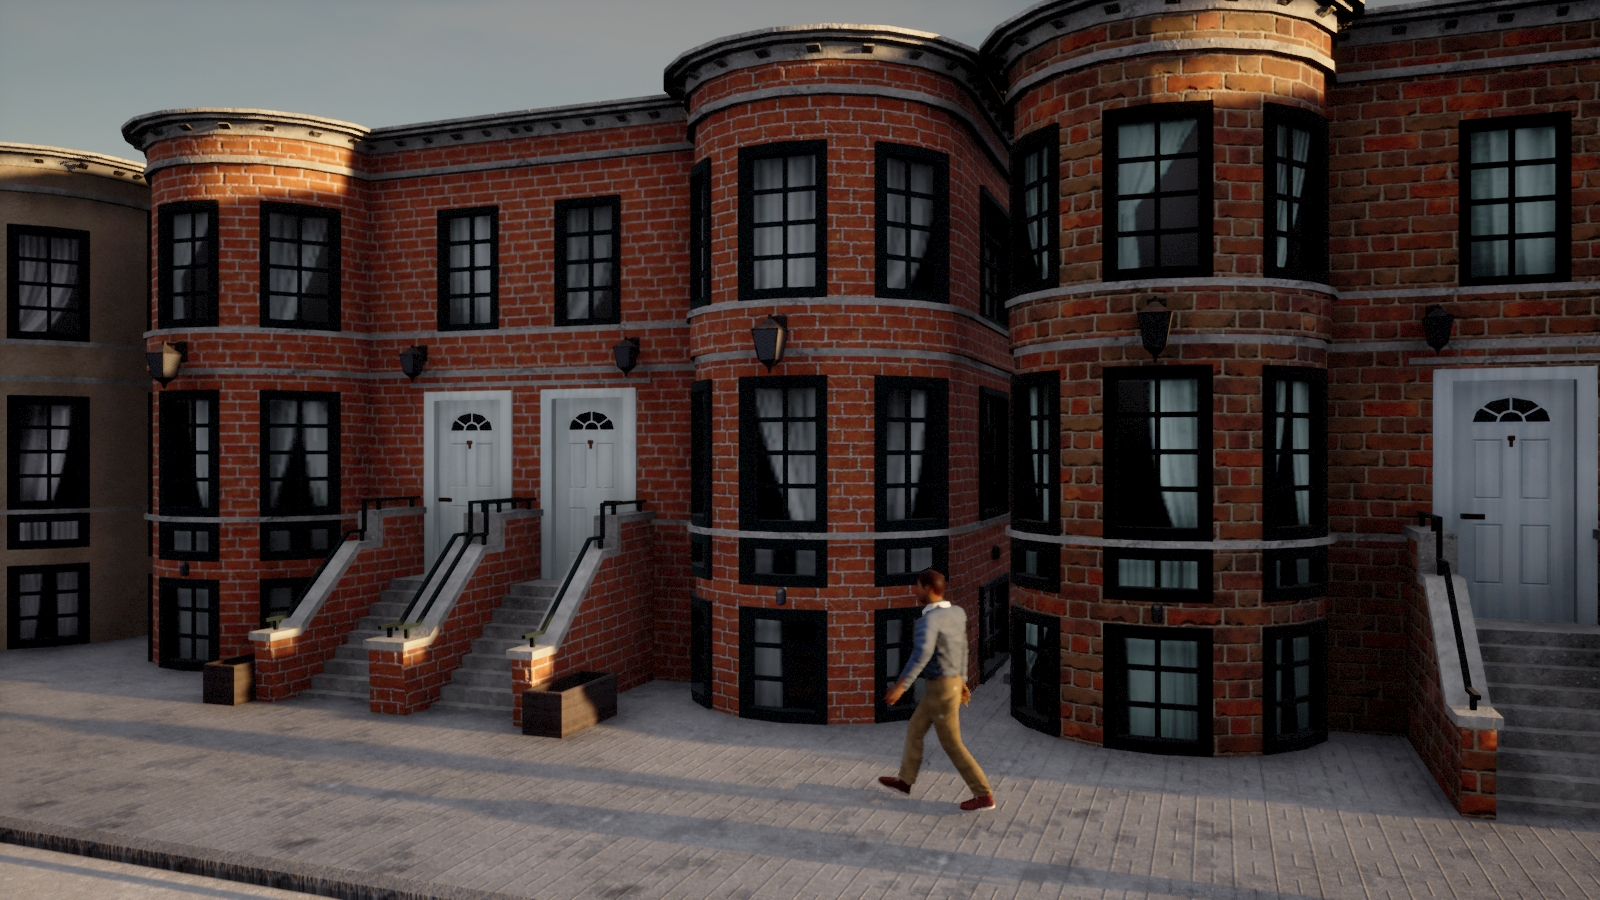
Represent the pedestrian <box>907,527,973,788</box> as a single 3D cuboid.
[{"bbox_3d":[1.047,1.523,8.536,0.375,1.860,0.375,0,0,28],"label":"pedestrian"}]
